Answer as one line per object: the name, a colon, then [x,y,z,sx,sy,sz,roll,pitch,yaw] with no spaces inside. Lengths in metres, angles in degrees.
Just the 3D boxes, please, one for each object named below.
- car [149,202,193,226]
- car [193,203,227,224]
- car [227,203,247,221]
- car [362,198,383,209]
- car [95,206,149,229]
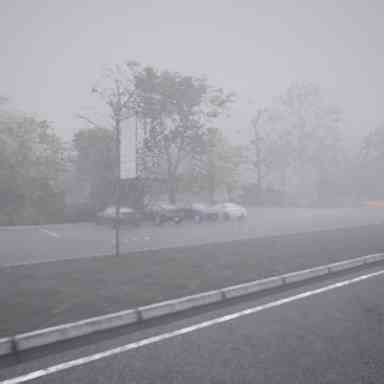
car: [-2.469,1.614,24.854,2.231,1.521,4.892,0,0,-36]
car: [0.180,1.612,26.776,2.097,1.535,5.008,0,0,-36]
car: [2.740,1.651,28.610,2.002,1.452,4.674,0,0,-36]
car: [25.854,1.606,45.258,2.097,1.535,5.008,0,0,-36]
car: [-5.129,1.654,22.941,2.002,1.452,4.674,0,0,-36]
